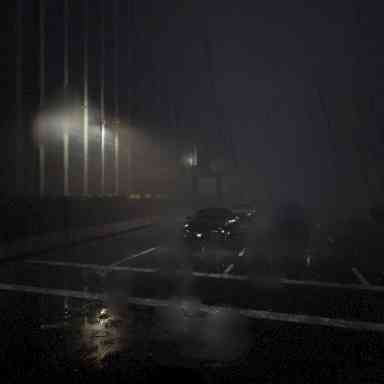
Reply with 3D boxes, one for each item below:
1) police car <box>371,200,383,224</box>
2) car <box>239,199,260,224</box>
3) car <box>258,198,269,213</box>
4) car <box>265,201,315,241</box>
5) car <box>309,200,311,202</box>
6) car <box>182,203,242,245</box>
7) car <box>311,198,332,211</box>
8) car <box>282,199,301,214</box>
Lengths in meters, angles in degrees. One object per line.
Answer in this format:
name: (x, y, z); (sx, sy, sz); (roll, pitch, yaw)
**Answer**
police car: (14.780, 1.425, 24.768); (1.930, 1.638, 5.238); (0, 0, 17)
car: (3.874, 1.526, 25.297); (1.812, 1.442, 4.674); (0, 0, 17)
car: (7.626, 1.478, 37.651); (1.882, 1.535, 5.008); (0, 0, 17)
car: (5.053, 1.478, 17.144); (1.882, 1.535, 5.008); (0, 0, 17)
car: (19.154, 1.601, 51.294); (1.895, 1.301, 4.718); (0, 0, 17)
car: (0.988, 1.505, 15.801); (1.837, 1.490, 4.892); (0, 0, 17)
car: (16.244, 1.526, 41.508); (1.812, 1.442, 4.674); (0, 0, 18)
car: (11.022, 1.564, 36.783); (1.994, 1.385, 4.181); (0, 0, 17)
